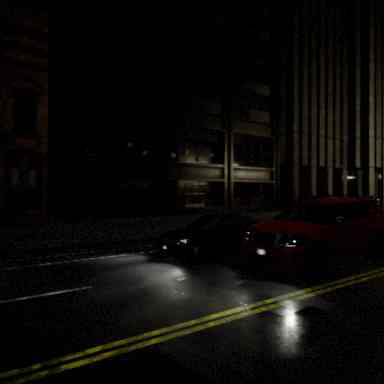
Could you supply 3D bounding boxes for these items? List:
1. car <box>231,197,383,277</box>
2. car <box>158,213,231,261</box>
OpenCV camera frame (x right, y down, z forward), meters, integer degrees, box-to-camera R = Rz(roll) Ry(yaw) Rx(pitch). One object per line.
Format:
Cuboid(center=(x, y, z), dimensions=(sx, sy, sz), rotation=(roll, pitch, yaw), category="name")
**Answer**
Cuboid(center=(4.126, 1.213, 10.598), dimensions=(5.566, 2.045, 2.150), rotation=(-1, 1, -35), category="car")
Cuboid(center=(0.984, 1.524, 12.348), dimensions=(4.674, 1.442, 1.812), rotation=(-1, 0, -36), category="car")
